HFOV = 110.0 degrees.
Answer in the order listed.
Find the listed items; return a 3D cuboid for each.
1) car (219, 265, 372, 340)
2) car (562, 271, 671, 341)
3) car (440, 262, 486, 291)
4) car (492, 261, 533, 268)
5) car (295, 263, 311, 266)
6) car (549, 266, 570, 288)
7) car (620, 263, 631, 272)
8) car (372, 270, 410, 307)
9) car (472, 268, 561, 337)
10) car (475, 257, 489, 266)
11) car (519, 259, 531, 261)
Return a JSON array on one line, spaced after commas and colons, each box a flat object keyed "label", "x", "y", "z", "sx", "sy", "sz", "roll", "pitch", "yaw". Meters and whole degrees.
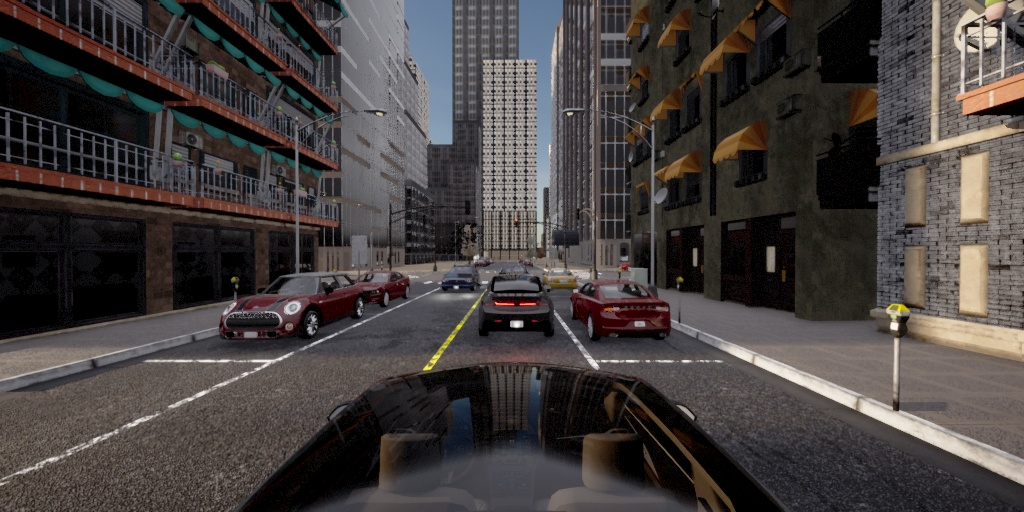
[{"label": "car", "x": -5.684, "y": 1.188, "z": 9.793, "sx": 1.967, "sy": 1.591, "sz": 4.097, "roll": 0, "pitch": 0, "yaw": 0}, {"label": "car", "x": 2.698, "y": 1.294, "z": 9.771, "sx": 1.888, "sy": 1.381, "sz": 4.507, "roll": 0, "pitch": 0, "yaw": 0}, {"label": "car", "x": -2.984, "y": 1.295, "z": 21.902, "sx": 2.033, "sy": 1.411, "sz": 5.357, "roll": 0, "pitch": 0, "yaw": 0}, {"label": "car", "x": 0.118, "y": 1.239, "z": 20.456, "sx": 2.128, "sy": 1.511, "sz": 4.902, "roll": 0, "pitch": 0, "yaw": 0}, {"label": "car", "x": -23.796, "y": 1.494, "z": 39.666, "sx": 4.097, "sy": 1.591, "sz": 1.967, "roll": 0, "pitch": 0, "yaw": 0}, {"label": "car", "x": 2.709, "y": 1.272, "z": 20.988, "sx": 1.751, "sy": 1.417, "sz": 4.829, "roll": 0, "pitch": 0, "yaw": 0}, {"label": "car", "x": 14.301, "y": 1.005, "z": 39.948, "sx": 4.507, "sy": 1.381, "sz": 1.888, "roll": 0, "pitch": 0, "yaw": 0}, {"label": "car", "x": -5.678, "y": 1.293, "z": 15.317, "sx": 1.888, "sy": 1.381, "sz": 4.507, "roll": 0, "pitch": 0, "yaw": 0}, {"label": "car", "x": 0.108, "y": 1.253, "z": 10.323, "sx": 1.837, "sy": 1.490, "sz": 4.892, "roll": 0, "pitch": 0, "yaw": 0}, {"label": "car", "x": -5.627, "y": 1.291, "z": 64.354, "sx": 1.888, "sy": 1.381, "sz": 4.507, "roll": 0, "pitch": 0, "yaw": 0}, {"label": "car", "x": 2.753, "y": 1.185, "z": 64.344, "sx": 1.967, "sy": 1.591, "sz": 4.097, "roll": 0, "pitch": 0, "yaw": 0}]
